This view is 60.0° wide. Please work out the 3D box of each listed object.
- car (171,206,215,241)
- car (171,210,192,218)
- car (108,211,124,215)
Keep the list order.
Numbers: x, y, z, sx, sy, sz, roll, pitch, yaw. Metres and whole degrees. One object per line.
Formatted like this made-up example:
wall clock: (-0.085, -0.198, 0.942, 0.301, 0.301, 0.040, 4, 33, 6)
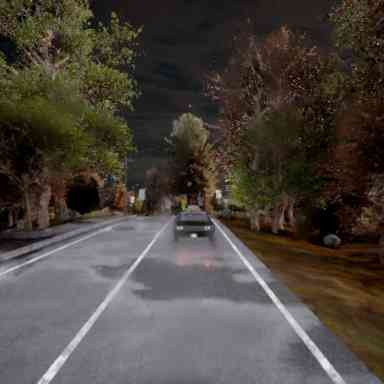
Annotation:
car: (0.082, 1.618, 16.751, 1.895, 1.301, 4.718, 0, 0, 0)
car: (-2.693, 5.781, 88.091, 5.566, 2.045, 2.150, 1, -5, -1)
car: (-17.919, 5.254, 79.081, 2.097, 1.767, 4.553, -3, -5, 28)
